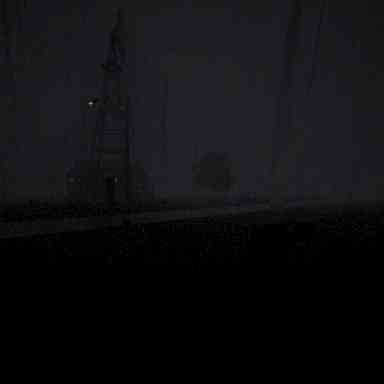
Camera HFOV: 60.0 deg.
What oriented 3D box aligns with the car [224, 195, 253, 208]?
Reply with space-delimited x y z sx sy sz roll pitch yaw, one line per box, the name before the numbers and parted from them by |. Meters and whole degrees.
car | 5.942 1.165 41.908 1.882 1.535 5.008 2 1 38
